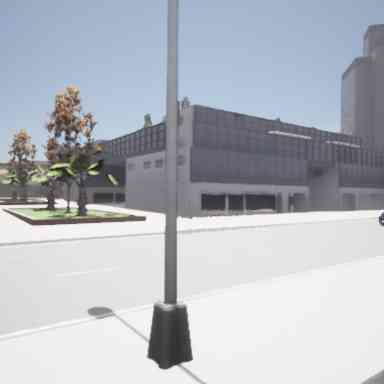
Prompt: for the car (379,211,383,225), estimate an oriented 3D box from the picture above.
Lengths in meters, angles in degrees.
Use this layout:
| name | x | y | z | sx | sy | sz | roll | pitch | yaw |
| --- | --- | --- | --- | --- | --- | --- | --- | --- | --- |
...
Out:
| name | x | y | z | sx | sy | sz | roll | pitch | yaw |
| --- | --- | --- | --- | --- | --- | --- | --- | --- | --- |
| car | 16.197 | 1.658 | 25.278 | 4.553 | 1.767 | 2.097 | 1 | 0 | -35 |
